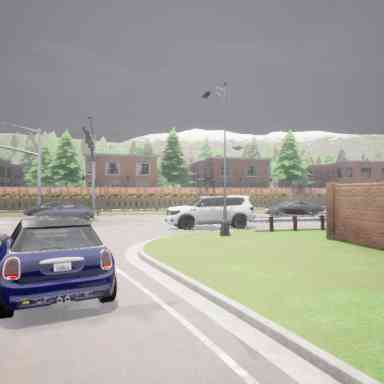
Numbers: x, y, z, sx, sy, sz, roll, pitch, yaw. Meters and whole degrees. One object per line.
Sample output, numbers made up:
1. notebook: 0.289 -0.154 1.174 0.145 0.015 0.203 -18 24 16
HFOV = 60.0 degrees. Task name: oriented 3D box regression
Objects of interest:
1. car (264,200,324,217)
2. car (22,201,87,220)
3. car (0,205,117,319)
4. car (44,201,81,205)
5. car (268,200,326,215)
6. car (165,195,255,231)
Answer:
1. car: 8.883 1.492 29.750 4.902 1.511 2.128 0 0 -14
2. car: -11.571 1.505 28.330 4.892 1.490 1.837 0 0 -14
3. car: -3.310 1.352 7.771 2.097 1.767 4.553 0 0 -29
4. car: -9.511 1.564 25.232 4.181 1.385 1.994 0 0 -14
5. car: 10.612 1.547 33.780 5.357 1.411 2.033 0 0 -14
6. car: 1.127 1.220 20.638 5.566 2.045 2.150 0 0 -14
